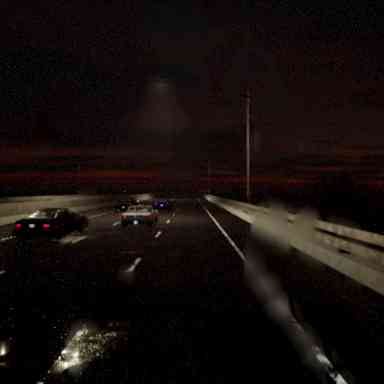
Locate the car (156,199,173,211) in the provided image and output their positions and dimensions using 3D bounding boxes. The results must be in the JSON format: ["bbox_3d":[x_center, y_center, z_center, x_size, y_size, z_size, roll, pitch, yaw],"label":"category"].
[{"bbox_3d":[-3.408,1.466,39.618,1.994,1.385,4.181,0,0,0],"label":"car"}]

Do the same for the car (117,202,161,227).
[{"bbox_3d":[-3.405,1.547,22.320,1.895,1.301,4.718,0,0,0],"label":"car"}]

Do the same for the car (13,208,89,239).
[{"bbox_3d":[-6.904,1.507,16.852,2.033,1.411,5.357,0,0,0],"label":"car"}]

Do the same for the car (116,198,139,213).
[{"bbox_3d":[-6.907,1.389,36.039,1.882,1.535,5.008,0,0,0],"label":"car"}]
